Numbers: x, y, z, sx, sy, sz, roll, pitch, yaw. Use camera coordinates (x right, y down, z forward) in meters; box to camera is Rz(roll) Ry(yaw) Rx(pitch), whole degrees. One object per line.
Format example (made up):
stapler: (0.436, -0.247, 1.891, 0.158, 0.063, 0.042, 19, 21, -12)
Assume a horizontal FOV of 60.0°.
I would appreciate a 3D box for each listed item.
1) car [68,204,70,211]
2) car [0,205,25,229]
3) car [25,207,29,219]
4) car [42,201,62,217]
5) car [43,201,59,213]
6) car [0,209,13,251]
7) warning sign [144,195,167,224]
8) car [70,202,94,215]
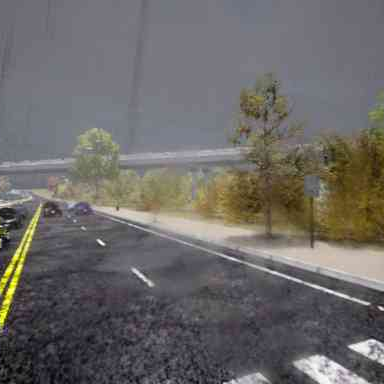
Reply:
car: (-16.681, 2.057, 47.641, 1.895, 1.301, 4.718, -2, 0, -24)
car: (-13.477, 1.896, 24.133, 1.812, 1.442, 4.674, -2, 0, -24)
car: (-17.732, 2.037, 33.845, 2.033, 1.411, 5.357, -2, 0, -23)
car: (-15.510, 1.949, 36.948, 1.812, 1.442, 4.674, -2, 0, -24)
car: (-19.684, 2.050, 46.394, 1.837, 1.490, 4.892, -2, 0, -24)
car: (-9.425, 1.765, 14.913, 1.837, 1.490, 4.892, -2, 0, -24)
warning sign: (-2.508, 1.166, 22.668, 1.300, 1.860, 1.060, 0, 1, -24)
car: (-12.592, 1.862, 38.384, 1.812, 1.442, 4.674, -2, 0, -24)
